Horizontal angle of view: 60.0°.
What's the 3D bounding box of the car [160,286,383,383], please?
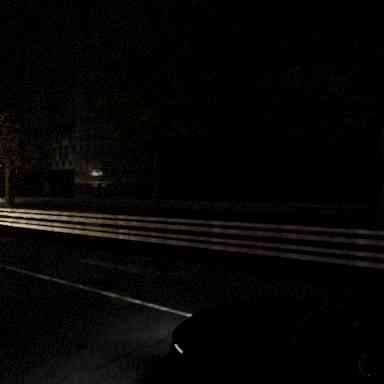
[{"bbox_3d":[1.879,1.525,2.652,4.674,1.442,1.812,0,0,35],"label":"car"}]
